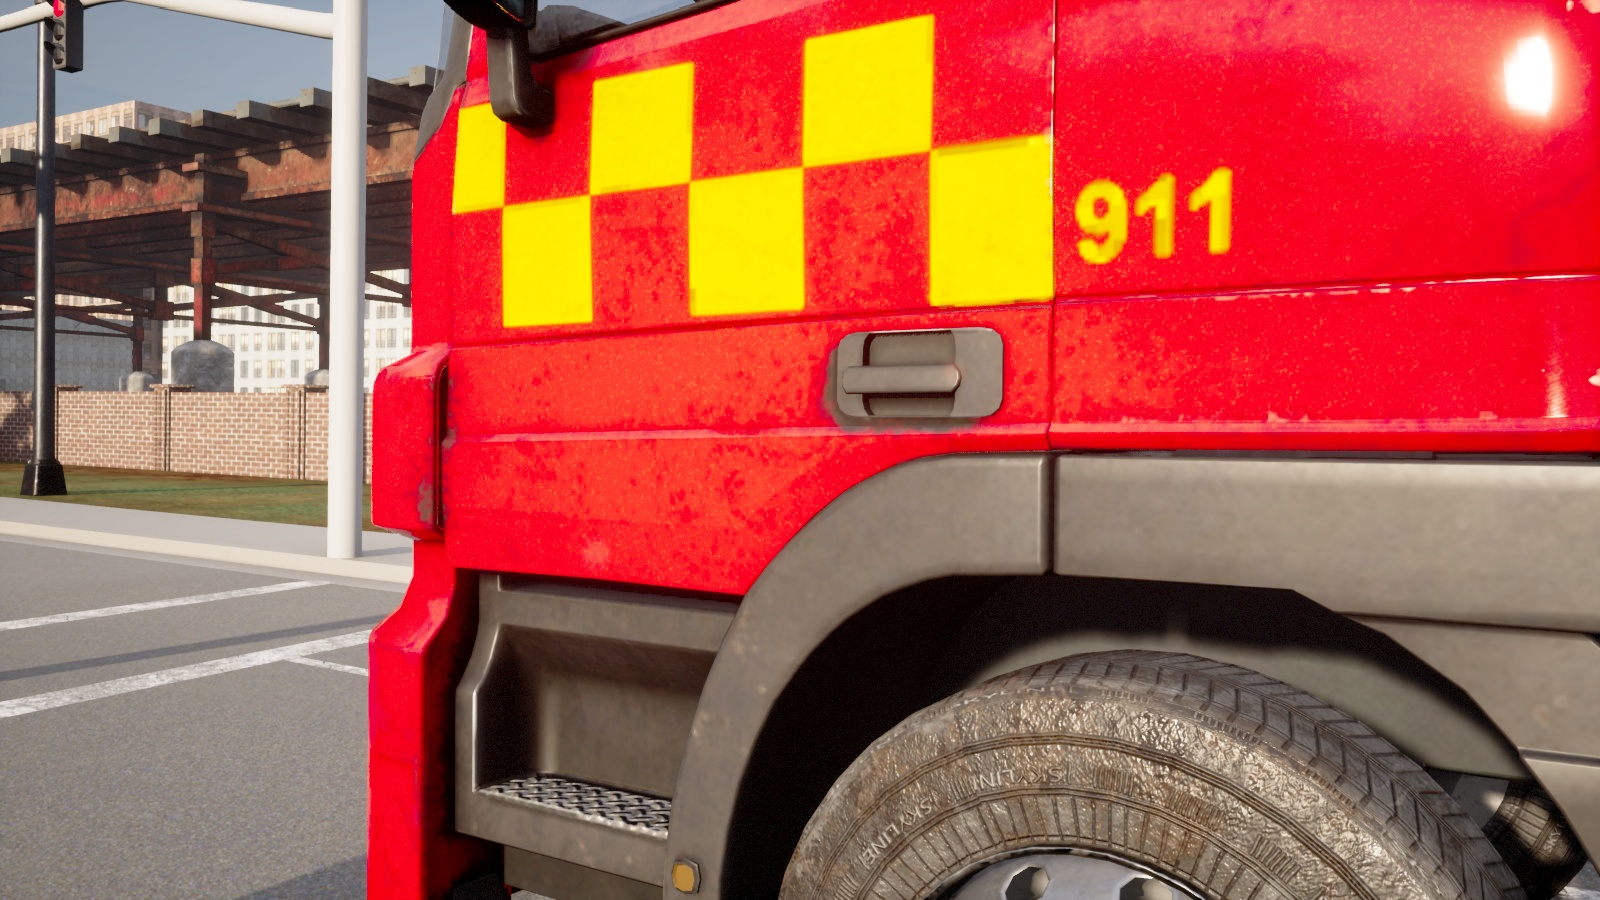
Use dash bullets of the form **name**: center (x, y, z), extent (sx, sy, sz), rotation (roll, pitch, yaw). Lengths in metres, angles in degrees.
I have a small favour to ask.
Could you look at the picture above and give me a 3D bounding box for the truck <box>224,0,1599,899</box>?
- **truck**: center (3.107, -0.482, 1.535), extent (8.468, 3.827, 2.891), rotation (0, 1, 34)
